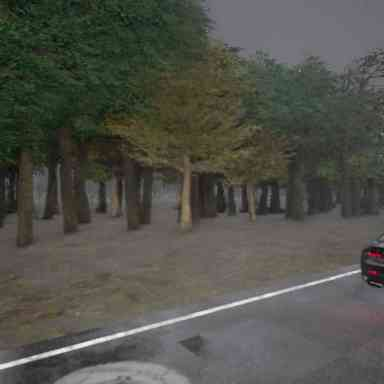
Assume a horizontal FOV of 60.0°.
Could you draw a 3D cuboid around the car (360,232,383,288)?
[{"bbox_3d":[5.944,1.485,7.982,4.892,1.490,1.837,0,0,-36],"label":"car"}]
